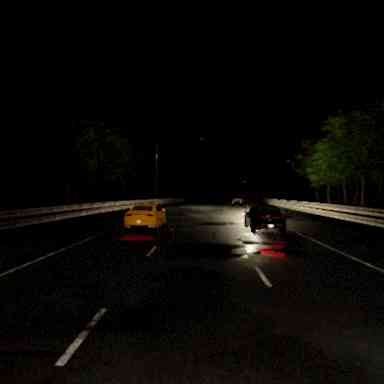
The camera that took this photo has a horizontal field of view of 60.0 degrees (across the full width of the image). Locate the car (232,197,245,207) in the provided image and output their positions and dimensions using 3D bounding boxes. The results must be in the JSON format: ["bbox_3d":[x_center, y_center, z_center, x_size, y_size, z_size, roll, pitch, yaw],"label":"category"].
[{"bbox_3d":[7.831,1.852,57.497,1.895,1.301,4.718,0,-1,8],"label":"car"}]

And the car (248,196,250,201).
[{"bbox_3d":[13.836,2.215,89.195,1.882,1.535,5.008,0,-1,13],"label":"car"}]

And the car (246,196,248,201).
[{"bbox_3d":[11.550,2.036,78.677,1.882,1.535,5.008,0,-1,11],"label":"car"}]

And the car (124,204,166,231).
[{"bbox_3d":[-2.775,1.466,20.587,1.882,1.535,5.008,0,0,3],"label":"car"}]

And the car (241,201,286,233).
[{"bbox_3d":[4.179,1.490,19.501,1.837,1.490,4.892,0,0,3],"label":"car"}]
